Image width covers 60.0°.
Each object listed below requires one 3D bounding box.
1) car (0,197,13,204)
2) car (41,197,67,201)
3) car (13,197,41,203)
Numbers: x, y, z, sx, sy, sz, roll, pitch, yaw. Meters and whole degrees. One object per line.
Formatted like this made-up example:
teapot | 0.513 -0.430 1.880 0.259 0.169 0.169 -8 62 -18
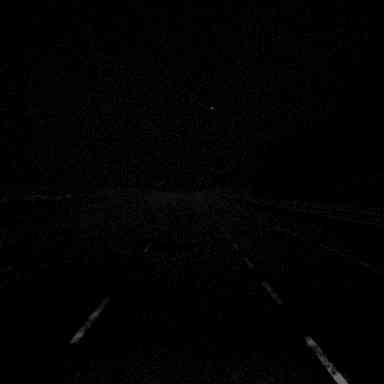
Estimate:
car | -24.559 1.398 46.041 2.033 1.411 5.357 0 0 0
car | -17.569 1.379 43.798 1.812 1.442 4.674 0 0 0
car | -21.068 1.379 43.792 1.812 1.442 4.674 0 0 0
